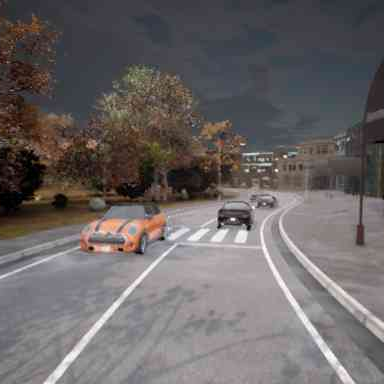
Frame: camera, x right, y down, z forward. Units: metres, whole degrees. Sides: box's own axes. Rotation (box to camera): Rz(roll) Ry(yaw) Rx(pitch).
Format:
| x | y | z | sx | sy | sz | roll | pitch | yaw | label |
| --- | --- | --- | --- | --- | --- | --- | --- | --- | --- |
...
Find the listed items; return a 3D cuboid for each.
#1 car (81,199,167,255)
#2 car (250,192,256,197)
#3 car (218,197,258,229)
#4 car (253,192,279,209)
| x | y | z | sx | sy | sz | roll | pitch | yaw | label |
| --- | --- | --- | --- | --- | --- | --- | --- | --- | --- |
| -2.411 | 1.221 | 12.888 | 2.097 | 1.767 | 4.553 | 1 | 1 | 9 | car |
| 10.408 | 0.688 | 52.257 | 2.033 | 1.411 | 5.357 | 2 | 2 | 21 | car |
| 2.782 | 1.298 | 20.384 | 1.882 | 1.535 | 5.008 | 1 | 1 | 13 | car |
| 8.622 | 1.066 | 37.847 | 1.812 | 1.442 | 4.674 | 2 | 2 | 22 | car |
